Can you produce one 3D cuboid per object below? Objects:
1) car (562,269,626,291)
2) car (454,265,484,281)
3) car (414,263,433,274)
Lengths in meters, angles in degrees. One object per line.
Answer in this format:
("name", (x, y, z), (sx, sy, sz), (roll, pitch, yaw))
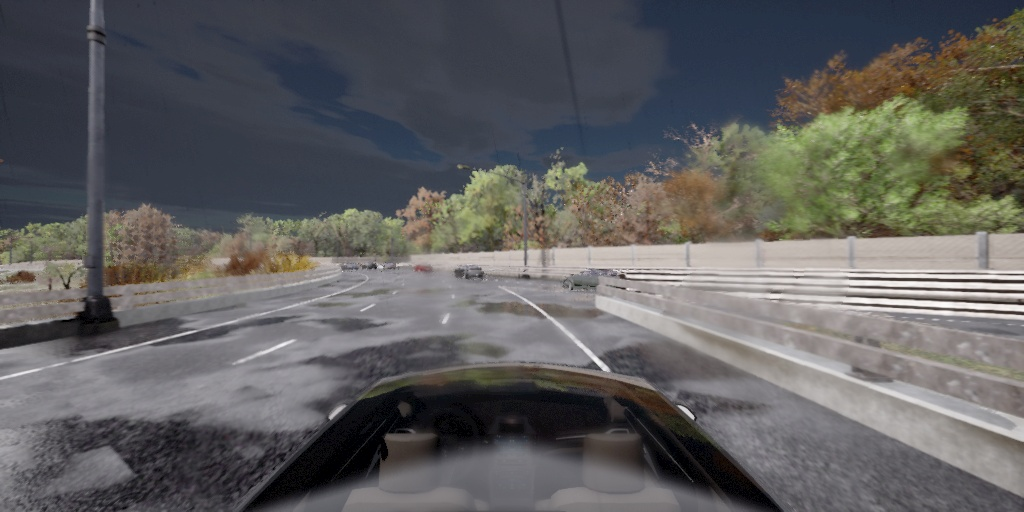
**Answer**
("car", (4.980, 1.453, 21.697), (1.994, 1.385, 4.181), (0, -1, -37))
("car", (-4.325, 1.600, 35.541), (2.128, 1.511, 4.902), (0, -1, -26))
("car", (-13.723, 1.879, 55.489), (1.882, 1.535, 5.008), (0, -1, -29))
